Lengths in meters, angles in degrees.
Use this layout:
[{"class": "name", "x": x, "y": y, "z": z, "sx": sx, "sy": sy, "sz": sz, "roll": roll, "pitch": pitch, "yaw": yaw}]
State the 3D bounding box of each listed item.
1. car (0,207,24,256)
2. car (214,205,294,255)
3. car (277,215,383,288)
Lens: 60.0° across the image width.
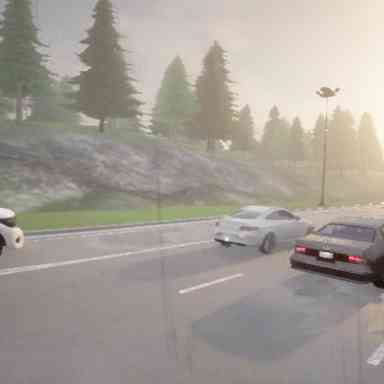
[{"class": "car", "x": -6.945, "y": 0.733, "z": 7.504, "sx": 5.566, "sy": 2.045, "sz": 2.150, "roll": 0, "pitch": 3, "yaw": -39}, {"class": "car", "x": 2.716, "y": 1.206, "z": 11.938, "sx": 1.812, "sy": 1.442, "sz": 4.674, "roll": 4, "pitch": 3, "yaw": 45}, {"class": "car", "x": 4.627, "y": 1.390, "z": 8.898, "sx": 2.033, "sy": 1.411, "sz": 5.357, "roll": 4, "pitch": 3, "yaw": 45}]
